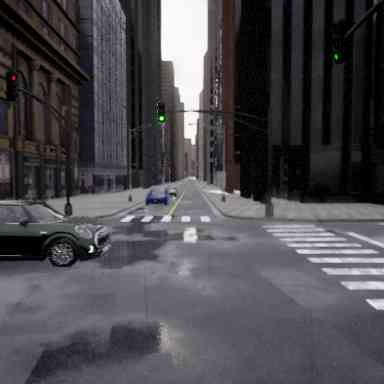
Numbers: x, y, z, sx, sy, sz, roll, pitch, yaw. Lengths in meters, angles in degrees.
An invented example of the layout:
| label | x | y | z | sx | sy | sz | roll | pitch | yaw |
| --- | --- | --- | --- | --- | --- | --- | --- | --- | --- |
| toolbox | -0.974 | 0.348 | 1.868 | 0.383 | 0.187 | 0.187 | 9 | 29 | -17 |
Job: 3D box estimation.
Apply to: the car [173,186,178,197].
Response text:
| label | x | y | z | sx | sy | sz | roll | pitch | yaw |
| --- | --- | --- | --- | --- | --- | --- | --- | --- | --- |
| car | -3.019 | -0.087 | 47.045 | 2.033 | 1.411 | 5.357 | 0 | 2 | 0 |

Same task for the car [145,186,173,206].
| label | x | y | z | sx | sy | sz | roll | pitch | yaw |
| --- | --- | --- | --- | --- | --- | --- | --- | --- | --- |
| car | -3.061 | 0.420 | 30.402 | 1.882 | 1.535 | 5.008 | 0 | 2 | 0 |

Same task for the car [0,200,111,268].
| label | x | y | z | sx | sy | sz | roll | pitch | yaw |
| --- | --- | --- | --- | --- | --- | --- | --- | --- | --- |
| car | -4.689 | 1.024 | 9.425 | 4.553 | 1.767 | 2.097 | 0 | 2 | 0 |
